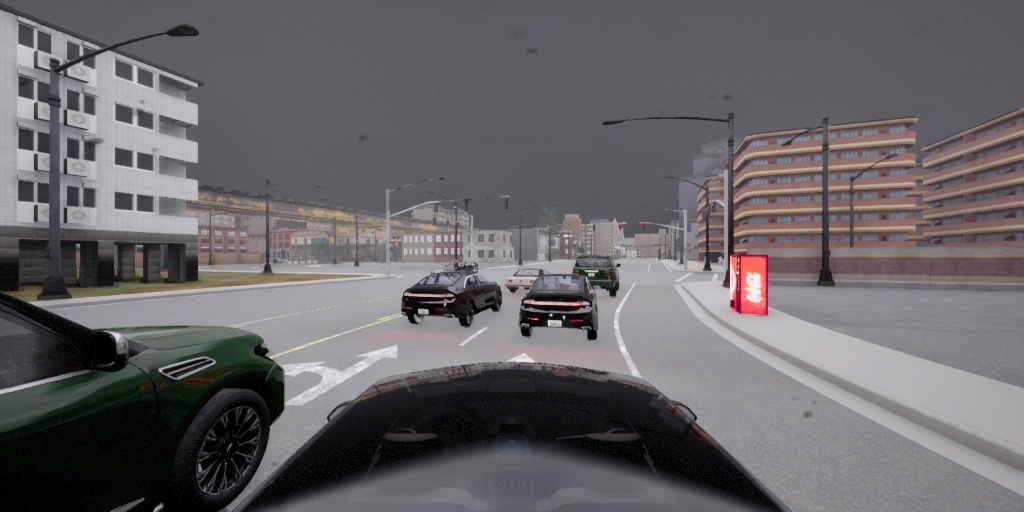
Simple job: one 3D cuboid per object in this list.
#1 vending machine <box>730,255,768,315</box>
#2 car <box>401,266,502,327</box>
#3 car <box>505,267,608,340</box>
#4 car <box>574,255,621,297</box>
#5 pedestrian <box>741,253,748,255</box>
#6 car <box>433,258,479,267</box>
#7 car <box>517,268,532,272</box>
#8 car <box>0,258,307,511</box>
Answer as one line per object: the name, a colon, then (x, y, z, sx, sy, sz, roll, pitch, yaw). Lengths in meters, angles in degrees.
vending machine: (7.825, 0.945, 11.853, 1.100, 2.100, 0.880, 0, 0, 20)
car: (-1.710, 1.242, 11.714, 2.128, 1.511, 4.902, 0, 0, 14)
car: (1.448, 1.242, 10.108, 2.128, 1.511, 4.902, 0, 0, 13)
car: (4.578, 0.971, 19.347, 2.150, 2.045, 5.566, 0, 0, 19)
pedestrian: (8.059, 0.795, 12.472, 0.375, 1.860, 0.375, 0, 0, 21)
car: (-4.114, 0.890, 26.346, 2.128, 1.511, 4.902, 0, 0, 21)
car: (1.301, 1.351, 20.527, 1.895, 1.301, 4.718, 0, 0, 21)
car: (-3.292, 0.971, 1.133, 2.150, 2.045, 5.566, 0, 0, 0)
